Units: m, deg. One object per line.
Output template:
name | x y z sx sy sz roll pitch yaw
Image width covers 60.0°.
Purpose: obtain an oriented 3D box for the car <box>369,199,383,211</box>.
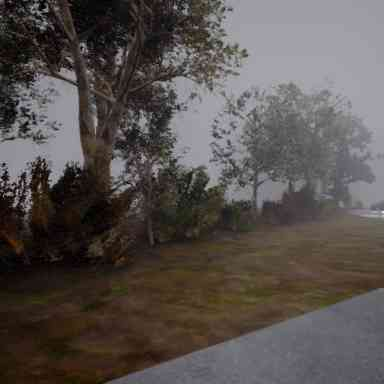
car | 23.209 1.529 40.047 5.357 1.411 2.033 0 0 -43
